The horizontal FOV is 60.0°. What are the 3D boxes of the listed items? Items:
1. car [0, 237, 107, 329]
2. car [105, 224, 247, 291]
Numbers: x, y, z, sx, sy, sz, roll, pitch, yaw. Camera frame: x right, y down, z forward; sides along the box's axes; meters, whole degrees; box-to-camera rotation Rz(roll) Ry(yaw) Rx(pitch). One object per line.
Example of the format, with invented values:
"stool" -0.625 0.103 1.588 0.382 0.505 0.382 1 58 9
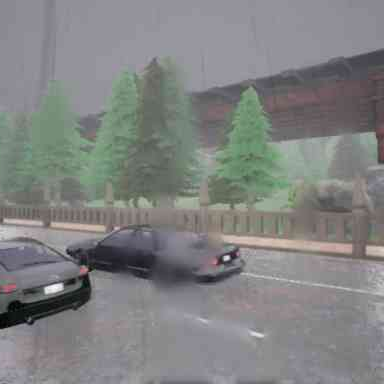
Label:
"car" -3.980 1.629 6.792 4.181 1.385 1.994 -1 0 35
"car" -1.235 1.604 9.139 5.357 1.411 2.033 -1 0 35
